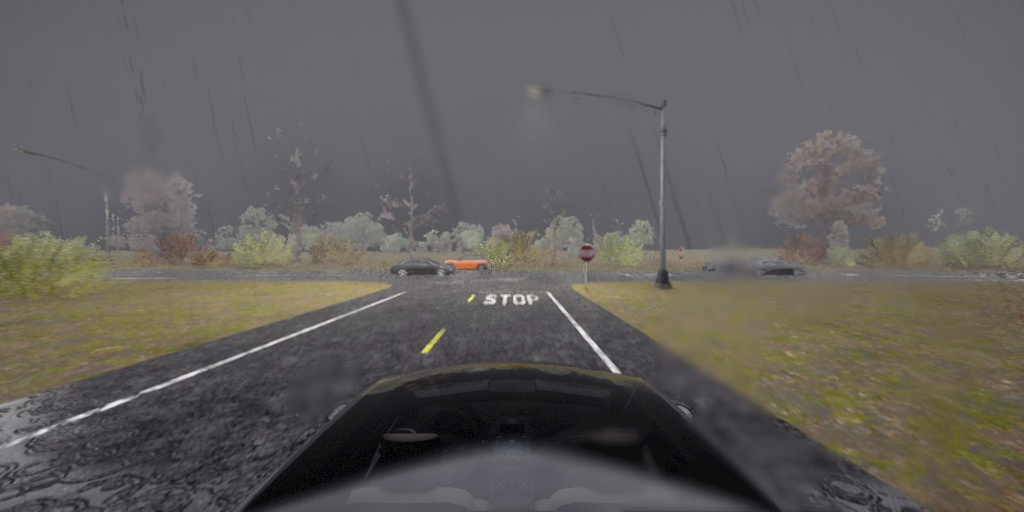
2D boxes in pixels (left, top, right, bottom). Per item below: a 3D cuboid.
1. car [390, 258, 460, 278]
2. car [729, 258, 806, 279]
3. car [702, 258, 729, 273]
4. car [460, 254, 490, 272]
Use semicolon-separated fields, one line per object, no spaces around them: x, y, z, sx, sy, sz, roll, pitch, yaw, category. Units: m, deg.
-6.783;0.891;27.510;4.892;1.490;1.837;0;1;-1;car
20.360;0.960;28.226;4.902;1.511;2.128;0;1;-2;car
21.299;0.928;35.268;4.892;1.490;1.837;-1;1;-2;car
-4.428;0.627;34.568;4.553;1.767;2.097;0;1;-1;car
